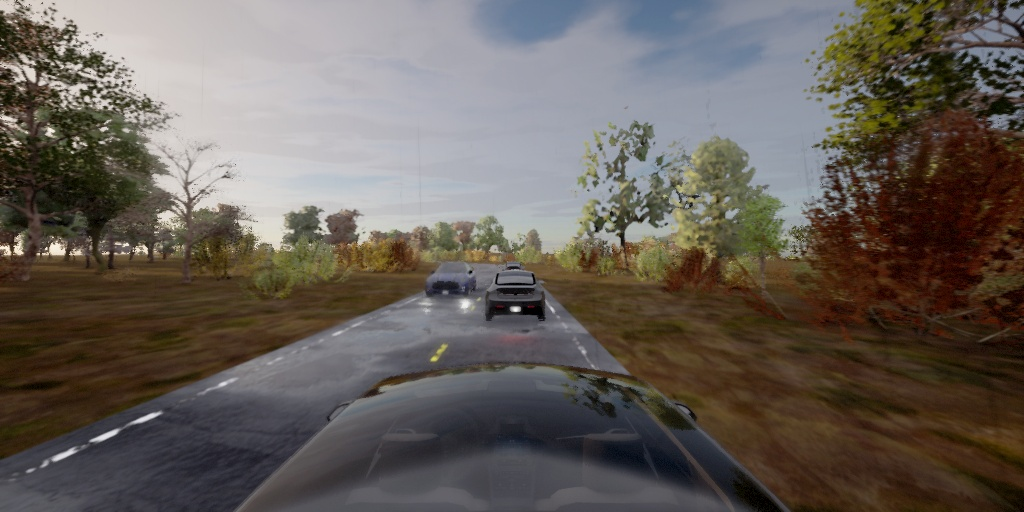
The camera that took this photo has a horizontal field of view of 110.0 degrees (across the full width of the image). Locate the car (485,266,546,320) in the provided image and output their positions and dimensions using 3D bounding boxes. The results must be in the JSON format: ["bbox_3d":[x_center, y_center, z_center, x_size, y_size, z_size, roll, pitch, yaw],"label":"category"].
[{"bbox_3d":[0.103,1.256,12.558,1.837,1.490,4.892,0,0,0],"label":"car"}]

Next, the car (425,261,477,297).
[{"bbox_3d":[-3.076,1.103,18.866,2.097,1.767,4.553,0,0,0],"label":"car"}]

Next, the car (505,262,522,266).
[{"bbox_3d":[0.105,1.257,30.657,1.837,1.490,4.892,0,0,0],"label":"car"}]
